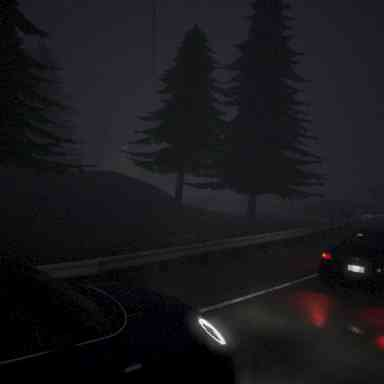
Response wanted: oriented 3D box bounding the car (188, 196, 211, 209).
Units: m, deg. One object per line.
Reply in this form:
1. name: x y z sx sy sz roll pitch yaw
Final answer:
1. car: -0.196 1.498 45.752 4.674 1.442 1.812 1 0 35

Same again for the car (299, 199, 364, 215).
1. car: 13.240 1.554 32.162 5.357 1.411 2.033 0 0 35

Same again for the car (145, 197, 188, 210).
1. car: -3.385 1.443 43.683 5.008 1.535 1.882 0 0 35

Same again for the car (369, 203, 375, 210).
1. car: 19.601 1.605 40.530 4.718 1.301 1.895 0 0 35

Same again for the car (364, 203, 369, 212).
1. car: 15.412 1.510 34.916 4.892 1.490 1.837 0 0 35

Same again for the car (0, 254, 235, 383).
1. car: -1.788 1.352 2.767 4.553 1.767 2.097 0 0 -36

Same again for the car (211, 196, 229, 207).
1. car: 3.407 1.475 51.753 4.892 1.490 1.837 0 0 35

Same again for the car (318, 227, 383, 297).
1. car: 4.908 1.564 8.243 4.181 1.385 1.994 0 0 -42
